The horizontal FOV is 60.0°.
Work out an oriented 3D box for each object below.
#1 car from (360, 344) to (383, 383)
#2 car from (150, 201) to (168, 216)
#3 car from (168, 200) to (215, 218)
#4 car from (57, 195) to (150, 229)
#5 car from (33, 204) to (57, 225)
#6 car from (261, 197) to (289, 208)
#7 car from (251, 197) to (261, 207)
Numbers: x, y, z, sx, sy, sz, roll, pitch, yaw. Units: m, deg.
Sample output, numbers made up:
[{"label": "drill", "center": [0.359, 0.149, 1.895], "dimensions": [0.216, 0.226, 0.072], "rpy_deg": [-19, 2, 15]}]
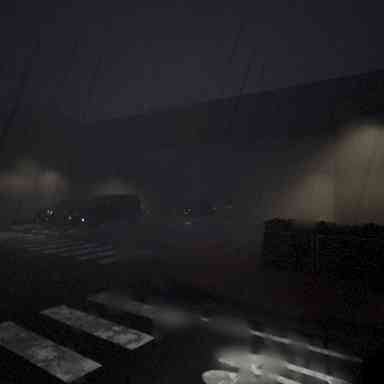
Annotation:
[{"label": "car", "center": [3.380, 1.528, 1.588], "dimensions": [4.674, 1.442, 1.812], "rpy_deg": [0, 0, 35]}, {"label": "car", "center": [-2.776, 1.575, 32.245], "dimensions": [1.895, 1.301, 4.718], "rpy_deg": [0, 0, 35]}, {"label": "car", "center": [0.314, 1.482, 30.551], "dimensions": [1.837, 1.490, 4.892], "rpy_deg": [0, 0, 35]}, {"label": "car", "center": [-5.691, 1.199, 22.099], "dimensions": [2.150, 2.045, 5.566], "rpy_deg": [0, 0, 35]}, {"label": "car", "center": [-8.843, 1.325, 23.803], "dimensions": [2.097, 1.767, 4.553], "rpy_deg": [0, 0, 37]}, {"label": "car", "center": [12.182, 1.470, 47.167], "dimensions": [2.128, 1.511, 4.902], "rpy_deg": [0, 0, 36]}, {"label": "car", "center": [11.136, 1.522, 51.686], "dimensions": [2.033, 1.411, 5.357], "rpy_deg": [0, 0, 36]}]
